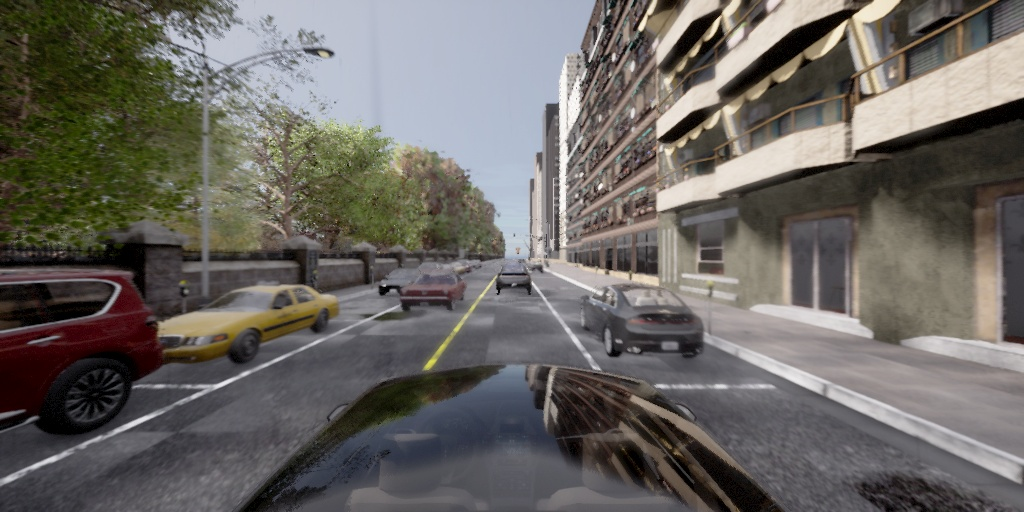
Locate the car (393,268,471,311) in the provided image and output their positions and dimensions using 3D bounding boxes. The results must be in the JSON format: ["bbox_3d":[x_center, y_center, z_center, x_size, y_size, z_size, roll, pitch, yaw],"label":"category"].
[{"bbox_3d":[-3.001,1.336,14.511,1.895,1.301,4.718,0,0,0],"label":"car"}]

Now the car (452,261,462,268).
[{"bbox_3d":[-5.689,1.303,30.443,1.802,1.307,4.207,0,0,0],"label":"car"}]

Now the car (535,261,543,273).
[{"bbox_3d":[2.691,1.264,41.523,2.007,1.370,4.403,0,0,0],"label":"car"}]

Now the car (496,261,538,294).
[{"bbox_3d":[0.102,1.221,20.154,2.128,1.511,4.902,0,0,0],"label":"car"}]

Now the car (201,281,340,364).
[{"bbox_3d":[-5.691,1.267,8.119,1.751,1.417,4.829,0,0,0],"label":"car"}]

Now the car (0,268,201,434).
[{"bbox_3d":[-5.692,1.063,2.750,2.192,1.841,5.009,0,0,0],"label":"car"}]

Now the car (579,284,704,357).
[{"bbox_3d":[2.689,1.293,8.291,2.007,1.370,4.403,0,0,0],"label":"car"}]

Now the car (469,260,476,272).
[{"bbox_3d":[-5.689,1.153,41.521,1.967,1.591,4.097,0,0,0],"label":"car"}]

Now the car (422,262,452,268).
[{"bbox_3d":[-5.690,1.165,24.905,1.967,1.591,4.097,0,0,0],"label":"car"}]

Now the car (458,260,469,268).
[{"bbox_3d":[-5.689,1.242,35.812,1.751,1.417,4.829,0,0,0],"label":"car"}]

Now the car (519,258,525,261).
[{"bbox_3d":[0.102,1.263,38.168,2.033,1.411,5.357,0,0,0],"label":"car"}]

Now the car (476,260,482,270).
[{"bbox_3d":[-5.766,1.257,52.596,2.007,1.370,4.403,0,0,0],"label":"car"}]

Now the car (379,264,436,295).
[{"bbox_3d":[-5.691,1.296,19.366,1.948,1.339,4.313,0,0,0],"label":"car"}]
